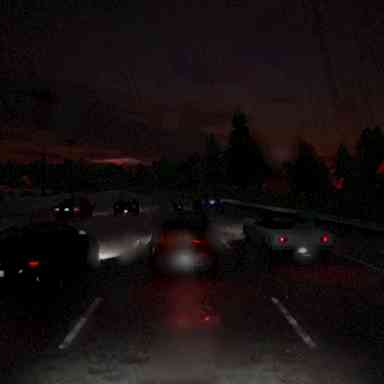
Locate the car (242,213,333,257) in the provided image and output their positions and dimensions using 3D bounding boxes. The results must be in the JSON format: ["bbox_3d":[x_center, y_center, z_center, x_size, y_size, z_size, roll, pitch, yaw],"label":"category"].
[{"bbox_3d":[3.154,1.403,12.076,1.895,1.301,4.718,0,1,-3],"label":"car"}]

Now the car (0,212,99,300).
[{"bbox_3d":[-3.670,1.435,8.109,1.994,1.385,4.181,0,1,-2],"label":"car"}]

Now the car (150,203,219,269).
[{"bbox_3d":[-0.281,1.336,10.499,1.837,1.490,4.892,0,1,-3],"label":"car"}]

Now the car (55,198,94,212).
[{"bbox_3d":[-8.466,1.166,24.198,2.033,1.411,5.357,0,1,-7],"label":"car"}]

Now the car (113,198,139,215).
[{"bbox_3d":[-5.419,1.158,27.878,1.895,1.301,4.718,0,1,-8],"label":"car"}]

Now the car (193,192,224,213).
[{"bbox_3d":[1.380,0.875,29.656,2.097,1.767,4.553,0,1,-8],"label":"car"}]

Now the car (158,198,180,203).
[{"bbox_3d":[-1.911,1.151,28.099,1.895,1.301,4.718,0,1,-8],"label":"car"}]
